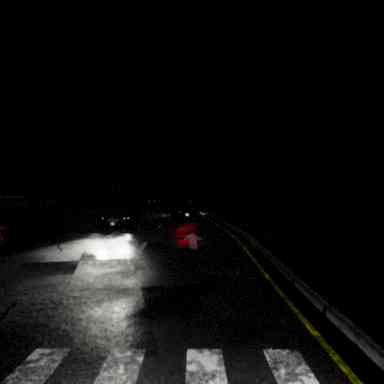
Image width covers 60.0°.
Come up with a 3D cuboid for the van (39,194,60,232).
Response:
[{"bbox_3d":[-9.416,1.121,17.592,4.442,1.987,1.878,-1,1,-21],"label":"van"}]

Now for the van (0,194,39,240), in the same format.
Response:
[{"bbox_3d":[-9.384,1.164,14.591,4.442,1.987,1.878,-1,1,-21],"label":"van"}]

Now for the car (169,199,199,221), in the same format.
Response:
[{"bbox_3d":[-0.595,1.263,24.873,1.837,1.490,4.892,0,0,-6],"label":"car"}]

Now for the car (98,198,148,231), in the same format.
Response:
[{"bbox_3d":[-4.072,1.327,19.412,2.128,1.511,4.902,0,1,-1],"label":"car"}]

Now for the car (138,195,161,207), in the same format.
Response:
[{"bbox_3d":[-5.712,1.070,41.167,2.033,1.411,5.357,0,1,-31],"label":"car"}]

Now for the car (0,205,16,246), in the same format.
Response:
[{"bbox_3d":[-9.248,1.431,11.648,5.008,1.535,2.097,-1,0,-20],"label":"car"}]
